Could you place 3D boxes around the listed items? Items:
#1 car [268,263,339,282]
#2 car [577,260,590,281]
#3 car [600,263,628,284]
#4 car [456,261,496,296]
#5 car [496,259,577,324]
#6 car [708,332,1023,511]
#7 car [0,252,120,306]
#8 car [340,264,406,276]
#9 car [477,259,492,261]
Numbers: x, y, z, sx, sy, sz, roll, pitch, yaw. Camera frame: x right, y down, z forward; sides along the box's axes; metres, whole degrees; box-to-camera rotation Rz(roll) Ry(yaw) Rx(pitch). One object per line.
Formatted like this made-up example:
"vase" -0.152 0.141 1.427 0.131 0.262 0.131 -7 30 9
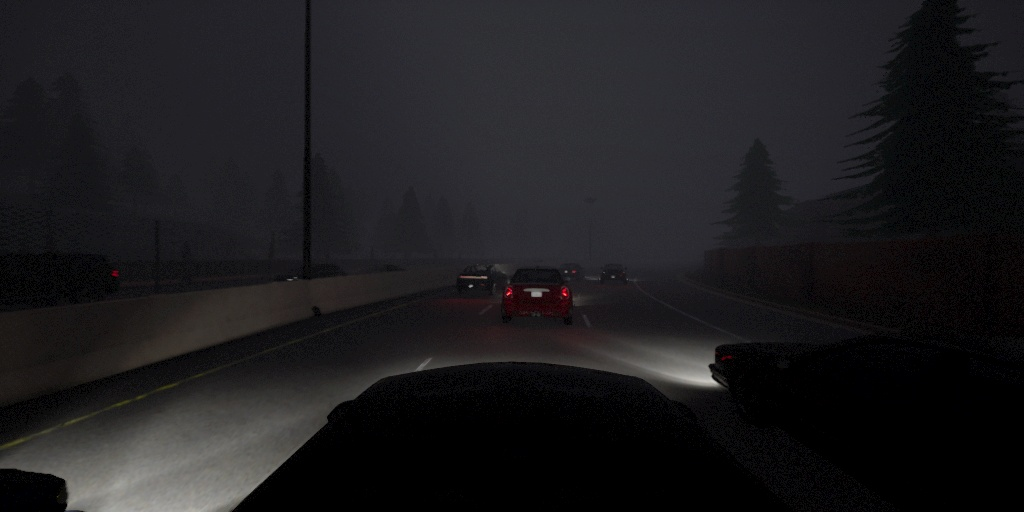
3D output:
"car" -11.961 1.178 21.298 1.837 1.490 4.892 0 0 12
"car" 5.063 1.283 30.477 2.033 1.411 5.357 0 0 19
"car" 7.724 1.277 27.211 1.812 1.442 4.674 0 0 17
"car" -1.494 1.213 19.238 2.128 1.511 4.902 0 0 11
"car" 0.934 1.093 12.191 2.097 1.767 4.553 0 0 7
"car" 3.650 1.312 2.601 2.033 1.411 5.357 0 0 1
"car" -16.910 0.885 11.970 2.150 2.045 5.566 0 0 6
"car" -8.203 1.214 22.270 1.812 1.442 4.674 0 0 12
"car" -4.265 1.173 52.891 1.837 1.490 4.892 0 0 29
